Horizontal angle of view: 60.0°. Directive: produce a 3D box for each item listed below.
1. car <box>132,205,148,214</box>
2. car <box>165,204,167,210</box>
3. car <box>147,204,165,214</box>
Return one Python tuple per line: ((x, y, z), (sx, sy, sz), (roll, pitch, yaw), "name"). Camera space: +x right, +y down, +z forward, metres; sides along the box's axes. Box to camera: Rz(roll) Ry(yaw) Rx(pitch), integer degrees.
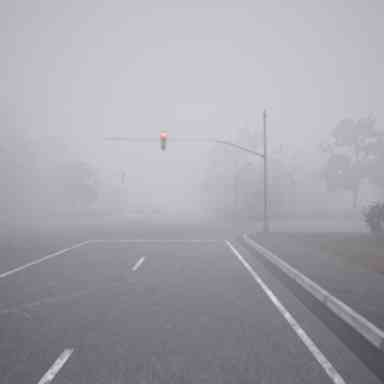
((-10.489, 3.627, 65.344), (1.895, 1.301, 4.718), (0, 0, 0), "car")
((-6.983, 3.555, 81.052), (2.033, 1.411, 5.357), (0, 0, 0), "car")
((-6.990, 3.574, 65.426), (2.033, 1.411, 5.357), (0, 0, 0), "car")
